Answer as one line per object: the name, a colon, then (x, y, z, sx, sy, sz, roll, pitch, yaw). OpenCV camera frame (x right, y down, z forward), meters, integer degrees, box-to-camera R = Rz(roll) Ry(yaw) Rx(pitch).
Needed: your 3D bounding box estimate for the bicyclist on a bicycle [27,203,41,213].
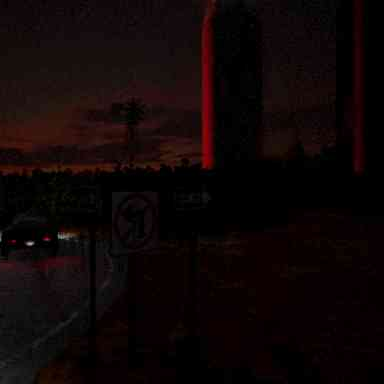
bicyclist on a bicycle: (-9.687, 1.473, 20.311, 0.582, 1.620, 1.656, 0, 0, 19)

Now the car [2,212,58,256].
car: (-6.433, 1.542, 13.289, 1.812, 1.442, 4.674, 0, 0, -25)
